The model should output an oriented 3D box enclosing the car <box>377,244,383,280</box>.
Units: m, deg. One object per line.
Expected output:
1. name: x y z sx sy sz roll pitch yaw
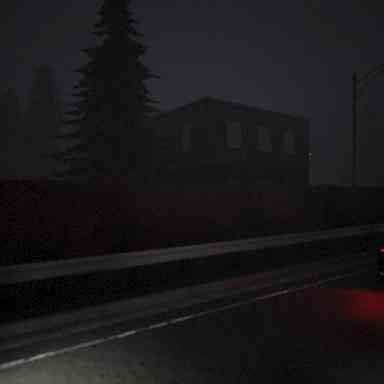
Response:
1. car: 6.605 1.530 8.512 4.892 1.490 1.837 0 0 -35
